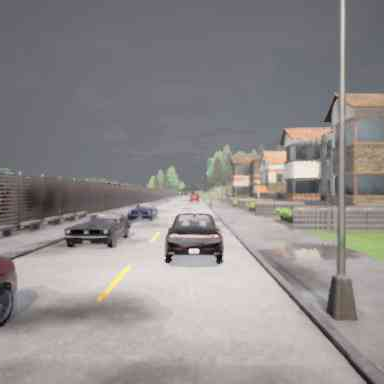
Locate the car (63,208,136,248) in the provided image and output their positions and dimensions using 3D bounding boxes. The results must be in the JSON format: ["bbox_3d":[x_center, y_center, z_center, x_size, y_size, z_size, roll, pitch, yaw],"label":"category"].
[{"bbox_3d":[-3.996,1.599,14.825,1.895,1.301,4.718,0,0,0],"label":"car"}]

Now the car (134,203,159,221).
[{"bbox_3d":[-3.880,1.614,26.996,1.895,1.301,4.718,0,0,1],"label":"car"}]

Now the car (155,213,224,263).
[{"bbox_3d":[0.081,1.507,12.037,2.128,1.511,4.902,0,0,0],"label":"car"}]

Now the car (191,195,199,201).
[{"bbox_3d":[0.648,1.550,84.992,1.994,1.385,4.181,0,0,0],"label":"car"}]

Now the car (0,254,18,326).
[{"bbox_3d":[-4.059,1.511,4.284,1.812,1.442,4.674,0,0,0],"label":"car"}]

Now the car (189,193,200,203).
[{"bbox_3d":[0.568,1.316,74.604,2.150,2.045,5.566,0,0,0],"label":"car"}]
